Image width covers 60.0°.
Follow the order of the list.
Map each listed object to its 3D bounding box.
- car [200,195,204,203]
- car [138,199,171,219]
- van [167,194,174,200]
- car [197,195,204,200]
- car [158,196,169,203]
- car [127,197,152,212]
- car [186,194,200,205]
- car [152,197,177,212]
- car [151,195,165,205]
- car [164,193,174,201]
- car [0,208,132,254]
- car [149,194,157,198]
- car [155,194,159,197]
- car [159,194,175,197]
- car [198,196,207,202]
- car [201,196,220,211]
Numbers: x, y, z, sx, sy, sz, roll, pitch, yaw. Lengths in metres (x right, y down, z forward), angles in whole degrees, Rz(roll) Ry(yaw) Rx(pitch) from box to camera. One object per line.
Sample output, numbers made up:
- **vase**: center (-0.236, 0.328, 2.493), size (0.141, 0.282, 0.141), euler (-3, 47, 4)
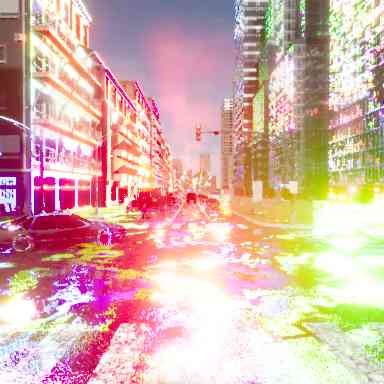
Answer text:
- **car**: center (2.455, 1.551, 63.682), size (2.008, 1.369, 4.403), euler (-1, 0, 0)
- **car**: center (-3.187, 1.560, 29.141), size (1.994, 1.385, 4.181), euler (0, 0, 0)
- **van**: center (-5.981, 1.351, 91.843), size (1.690, 1.788, 3.998), euler (-1, 0, 0)
- **car**: center (2.368, 1.535, 92.098), size (1.752, 1.417, 4.829), euler (-1, 0, 0)
- **car**: center (-5.909, 1.584, 69.249), size (1.802, 1.307, 4.206), euler (-1, 0, 0)
- **car**: center (-5.807, 1.540, 35.355), size (1.887, 1.381, 4.507), euler (-1, 0, 0)
- **car**: center (-0.069, 1.504, 56.673), size (1.837, 1.490, 4.892), euler (0, 0, 0)
- **car**: center (-3.206, 1.560, 39.067), size (1.994, 1.385, 4.181), euler (0, 0, 0)
- **car**: center (-5.877, 1.439, 57.950), size (1.967, 1.590, 4.097), euler (-1, 0, 0)
- **car**: center (-5.964, 1.322, 86.196), size (2.192, 1.841, 5.009), euler (-1, 0, 0)
- **car**: center (-5.471, 1.547, 13.562), size (5.357, 1.411, 2.033), euler (-1, 1, -28)
- **car**: center (-5.826, 1.436, 41.004), size (1.967, 1.590, 4.097), euler (-1, 0, 0)
- **car**: center (-5.862, 1.312, 52.302), size (2.192, 1.841, 5.009), euler (-1, 0, 0)
- **car**: center (-3.235, 1.488, 49.189), size (2.128, 1.511, 4.902), euler (0, 0, 0)
- **car**: center (2.421, 1.548, 74.980), size (1.887, 1.381, 4.507), euler (-1, 0, 0)
- **car**: center (2.522, 1.541, 41.086), size (1.887, 1.381, 4.507), euler (-1, 0, 0)
